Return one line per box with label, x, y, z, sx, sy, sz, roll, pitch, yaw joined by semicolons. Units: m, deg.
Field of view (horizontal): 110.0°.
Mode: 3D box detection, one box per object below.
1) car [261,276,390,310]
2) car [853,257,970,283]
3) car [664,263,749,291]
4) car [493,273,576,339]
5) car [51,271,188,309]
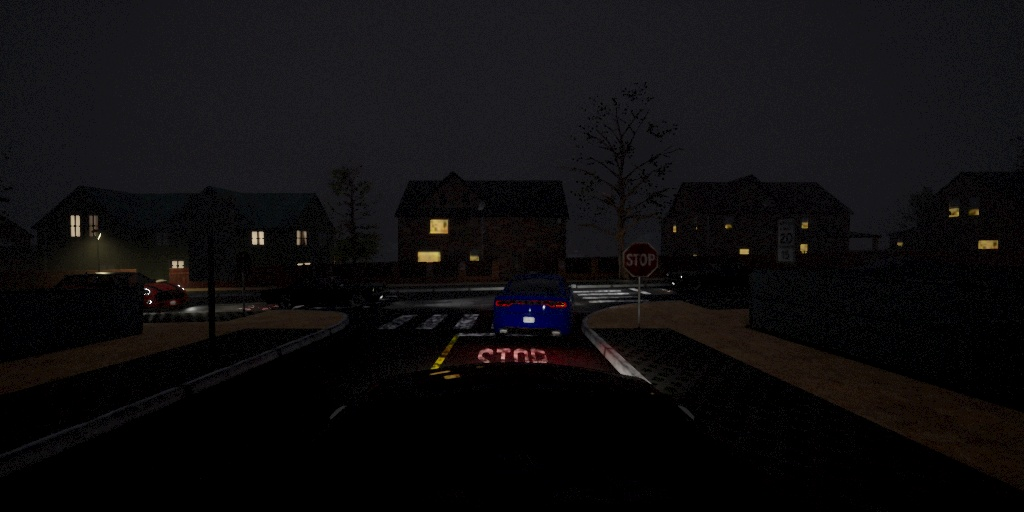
car;-7.812;1.506;15.382;4.718;1.301;1.895;-1;1;0
car;20.055;0.753;18.347;5.357;1.411;2.033;-1;1;0
car;10.409;1.034;18.311;4.718;1.301;1.895;-1;1;-1
car;0.786;1.226;10.175;1.882;1.535;5.008;0;0;10
car;-16.800;1.472;15.374;4.553;1.767;2.097;-1;1;0
